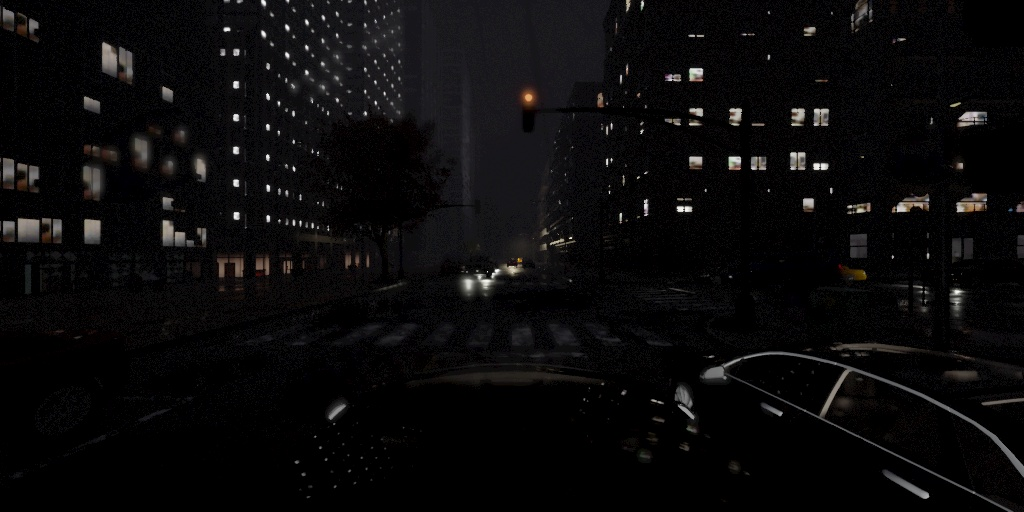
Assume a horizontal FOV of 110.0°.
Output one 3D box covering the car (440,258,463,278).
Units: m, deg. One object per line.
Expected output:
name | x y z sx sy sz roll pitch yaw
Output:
car | -5.676 1.079 34.984 2.192 1.841 5.009 0 0 0

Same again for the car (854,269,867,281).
car | 18.841 0.993 22.055 4.829 1.417 1.751 0 0 -1

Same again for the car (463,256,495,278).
car | -3.084 0.986 34.609 2.150 2.045 5.566 0 0 0

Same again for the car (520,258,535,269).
car | 2.717 1.350 57.071 1.948 1.339 4.313 0 0 0

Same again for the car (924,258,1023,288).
car | 25.493 0.884 19.529 4.892 1.490 1.837 -1 0 -1

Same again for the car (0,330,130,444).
car | -5.692 1.295 2.597 1.888 1.381 4.507 0 0 0

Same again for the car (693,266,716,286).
car | 13.444 1.095 22.003 4.403 1.370 2.007 0 0 -1

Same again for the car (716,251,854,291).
car | 14.579 0.754 19.425 5.566 2.045 2.150 -1 0 0

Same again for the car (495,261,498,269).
car | -3.079 1.298 44.860 1.812 1.442 4.674 0 0 0

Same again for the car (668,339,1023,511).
car | 2.689 1.300 2.592 2.007 1.370 4.403 0 0 0

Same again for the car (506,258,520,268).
car | 0.029 1.285 64.303 2.128 1.511 4.902 0 0 0

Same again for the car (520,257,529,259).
car | 2.719 1.316 62.763 1.751 1.417 4.829 0 0 0
